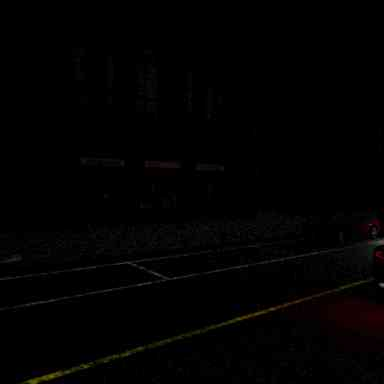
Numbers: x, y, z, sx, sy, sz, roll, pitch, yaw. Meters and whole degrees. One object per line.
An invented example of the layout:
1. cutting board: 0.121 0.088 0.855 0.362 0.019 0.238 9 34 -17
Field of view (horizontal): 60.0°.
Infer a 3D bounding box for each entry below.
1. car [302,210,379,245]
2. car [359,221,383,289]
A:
1. car: 6.996 1.547 15.505 4.507 1.381 1.887 0 0 -35
2. car: 6.183 1.478 7.724 5.008 1.535 1.882 0 0 -35
